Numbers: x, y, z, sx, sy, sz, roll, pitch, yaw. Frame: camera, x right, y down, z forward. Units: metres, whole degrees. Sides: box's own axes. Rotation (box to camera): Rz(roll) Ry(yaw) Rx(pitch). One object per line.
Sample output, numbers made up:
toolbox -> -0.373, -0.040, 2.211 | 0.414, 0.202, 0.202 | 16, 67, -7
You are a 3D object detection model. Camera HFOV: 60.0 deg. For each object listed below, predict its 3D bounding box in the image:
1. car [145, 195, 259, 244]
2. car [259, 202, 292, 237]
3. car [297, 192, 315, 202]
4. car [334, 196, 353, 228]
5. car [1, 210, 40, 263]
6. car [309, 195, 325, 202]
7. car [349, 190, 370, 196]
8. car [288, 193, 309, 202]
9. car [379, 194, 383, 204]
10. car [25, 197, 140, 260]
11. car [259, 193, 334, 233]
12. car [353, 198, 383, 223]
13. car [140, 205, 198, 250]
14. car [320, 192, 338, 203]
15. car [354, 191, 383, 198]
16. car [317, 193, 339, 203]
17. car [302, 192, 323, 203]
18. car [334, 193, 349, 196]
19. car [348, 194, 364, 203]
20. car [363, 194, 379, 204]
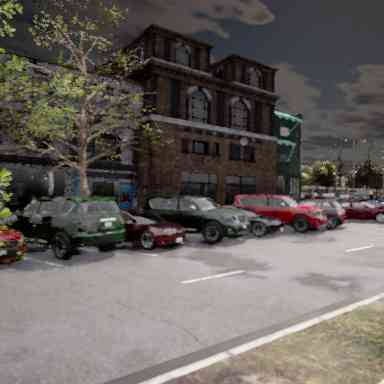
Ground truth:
car -> -0.002, 1.193, 15.941 | 5.566, 2.045, 2.435 | -1, -1, 35
car -> 2.451, 1.467, 17.678 | 4.792, 1.488, 2.163 | -1, -1, 35
car -> 26.846, 1.249, 78.208 | 2.435, 2.045, 5.566 | 1, -2, 35
car -> 7.352, 1.299, 21.148 | 4.553, 1.767, 2.185 | -1, 0, 35
car -> -7.374, 1.465, 10.727 | 5.008, 1.535, 2.097 | -1, -1, 35
car -> 28.519, 1.526, 75.664 | 2.163, 1.488, 4.792 | 1, -1, 35
car -> 25.801, 0.768, 49.817 | 2.435, 2.045, 5.566 | 1, 0, 35
car -> 19.180, 1.022, 59.733 | 1.946, 1.575, 5.366 | 0, -1, 35
car -> 37.113, 1.367, 63.239 | 2.185, 1.767, 4.553 | 1, -2, 35
car -> -4.953, 1.207, 12.479 | 5.566, 2.045, 2.435 | -1, 0, 35
car -> 4.901, 1.180, 19.424 | 5.566, 2.045, 2.435 | -1, -1, 35
car -> 12.249, 1.411, 24.648 | 5.008, 1.535, 2.097 | -1, -1, 35
car -> -2.449, 1.481, 14.193 | 4.792, 1.488, 2.163 | -1, -1, 35
car -> 30.250, 1.245, 73.185 | 2.435, 2.045, 5.566 | 1, -2, 35
car -> 17.159, 1.135, 28.139 | 5.566, 2.045, 2.435 | -1, 0, 35
car -> 22.440, 1.022, 54.707 | 2.231, 1.521, 4.892 | 0, -1, 35
car -> 20.743, 0.896, 57.121 | 2.185, 1.767, 4.553 | 0, -1, 35
car -> 24.125, 1.060, 52.276 | 2.002, 1.452, 4.674 | 1, 0, 35
car -> 33.709, 1.371, 68.260 | 2.185, 1.767, 4.553 | 1, -1, 35
car -> 35.435, 1.370, 65.773 | 2.185, 1.767, 4.553 | 1, -2, 35
